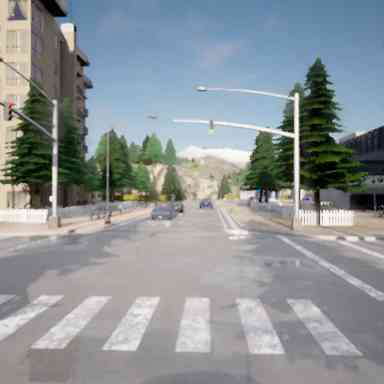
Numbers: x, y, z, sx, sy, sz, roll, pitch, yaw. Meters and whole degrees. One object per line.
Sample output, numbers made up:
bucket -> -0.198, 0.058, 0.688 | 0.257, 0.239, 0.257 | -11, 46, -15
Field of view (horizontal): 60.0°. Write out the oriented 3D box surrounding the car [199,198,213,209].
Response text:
car -> 2.258, 1.772, 53.322 | 2.097, 1.767, 4.553 | 0, 0, 3

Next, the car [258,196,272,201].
car -> 17.853, 2.009, 82.081 | 1.845, 1.501, 3.633 | 0, 0, 4

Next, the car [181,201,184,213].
car -> -2.000, 1.824, 41.379 | 2.128, 1.511, 4.902 | 0, 0, 3

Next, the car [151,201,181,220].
car -> -2.574, 1.807, 31.310 | 2.033, 1.411, 5.357 | 0, 0, 3

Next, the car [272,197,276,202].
car -> 21.317, 2.073, 89.289 | 1.970, 1.475, 3.806 | 0, 0, 4
